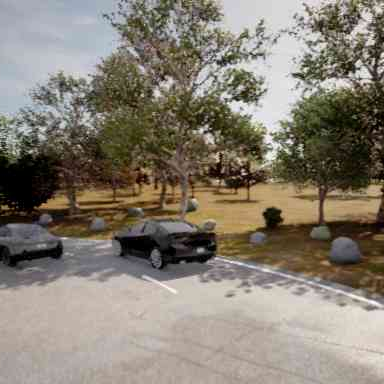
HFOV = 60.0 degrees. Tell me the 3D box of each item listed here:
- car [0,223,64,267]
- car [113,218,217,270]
[{"bbox_3d":[-6.869,1.926,13.094,4.181,1.385,1.994,-2,-1,40],"label":"car"},{"bbox_3d":[-1.198,1.682,12.009,1.882,1.535,5.008,0,-2,-36],"label":"car"}]
